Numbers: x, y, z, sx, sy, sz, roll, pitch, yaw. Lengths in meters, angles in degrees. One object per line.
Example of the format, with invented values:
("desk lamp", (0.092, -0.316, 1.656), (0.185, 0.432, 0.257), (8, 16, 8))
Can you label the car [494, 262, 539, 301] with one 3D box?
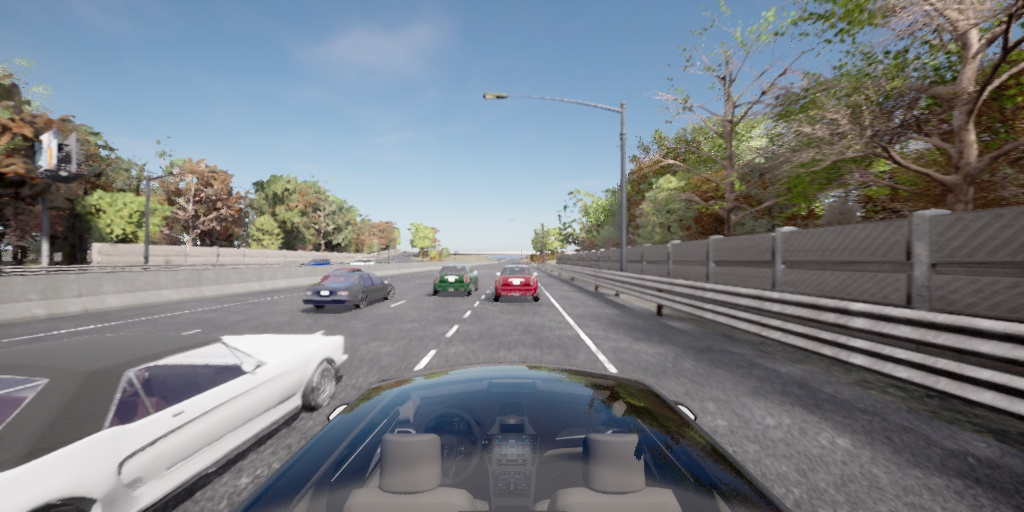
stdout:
("car", (0.236, 1.249, 18.490), (2.097, 1.767, 4.553), (0, 0, 1))

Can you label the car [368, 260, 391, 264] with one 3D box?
("car", (-20.233, 1.723, 56.222), (1.837, 1.490, 4.892), (0, -1, 1))

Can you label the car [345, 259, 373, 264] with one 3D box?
("car", (-23.706, 1.439, 56.808), (2.150, 2.045, 5.566), (0, -1, 1))

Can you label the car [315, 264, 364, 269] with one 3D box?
("car", (-10.106, 1.435, 22.414), (1.812, 1.442, 4.674), (0, -1, 1))

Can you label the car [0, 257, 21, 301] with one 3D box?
("car", (-24.428, 1.027, 14.244), (2.150, 2.045, 5.566), (0, -1, 1))

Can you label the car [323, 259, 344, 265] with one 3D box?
("car", (-27.208, 1.706, 56.882), (2.128, 1.511, 4.902), (0, -1, 1))

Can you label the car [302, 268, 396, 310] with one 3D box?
("car", (-6.711, 1.403, 15.436), (2.033, 1.411, 5.357), (0, -1, 1))

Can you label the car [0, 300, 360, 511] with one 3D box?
("car", (-3.394, 1.357, 3.227), (1.895, 1.301, 4.718), (0, 0, 1))

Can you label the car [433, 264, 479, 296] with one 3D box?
("car", (-3.130, 1.263, 20.878), (2.097, 1.767, 4.553), (0, -1, 1))

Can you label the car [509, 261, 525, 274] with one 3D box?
("car", (0.698, 1.541, 49.136), (2.097, 1.767, 4.553), (0, -1, 1))

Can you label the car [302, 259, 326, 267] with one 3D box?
("car", (-30.703, 1.421, 56.732), (2.150, 2.045, 5.566), (0, 0, 1))

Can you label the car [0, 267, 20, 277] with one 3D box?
("car", (-20.945, 1.309, 13.189), (1.837, 1.490, 4.892), (0, -1, 1))
